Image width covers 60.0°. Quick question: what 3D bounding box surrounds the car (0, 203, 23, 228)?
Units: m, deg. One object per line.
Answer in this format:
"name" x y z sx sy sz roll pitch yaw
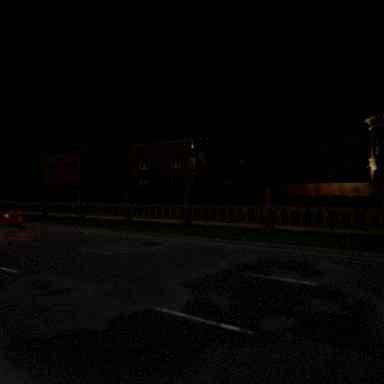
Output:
"car" -13.208 1.507 21.965 4.553 1.767 2.097 -1 0 36
